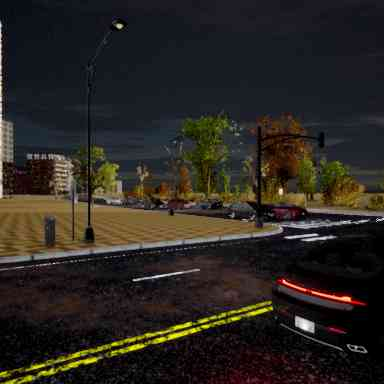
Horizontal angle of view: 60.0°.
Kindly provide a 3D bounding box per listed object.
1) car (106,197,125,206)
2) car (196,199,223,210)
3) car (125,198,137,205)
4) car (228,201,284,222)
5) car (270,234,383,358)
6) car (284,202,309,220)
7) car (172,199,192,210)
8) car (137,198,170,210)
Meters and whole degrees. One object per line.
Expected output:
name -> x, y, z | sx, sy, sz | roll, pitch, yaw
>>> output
car -> -13.846, 1.660, 58.921 | 1.812, 1.442, 4.674 | 0, 0, -30
car -> 2.277, 1.631, 44.547 | 1.994, 1.385, 4.181 | 0, 0, -31
car -> -11.019, 1.732, 60.525 | 2.033, 1.411, 5.357 | 0, 0, -30
car -> 4.893, 1.560, 27.408 | 1.837, 1.490, 4.892 | 0, 0, -29
car -> 3.490, 1.504, 5.758 | 4.892, 1.490, 1.837 | 0, 0, -34
car -> 7.985, 1.605, 28.829 | 1.994, 1.385, 4.181 | 0, 0, -34
car -> -1.748, 1.610, 44.569 | 1.812, 1.442, 4.674 | 0, 0, -31
car -> -5.119, 1.604, 43.869 | 1.837, 1.490, 4.892 | 0, 0, -31
